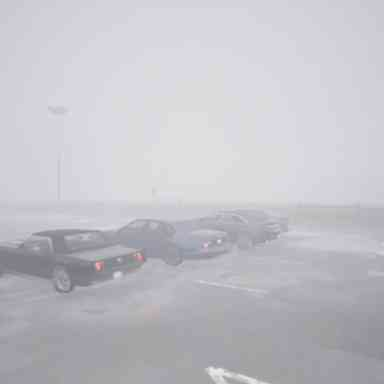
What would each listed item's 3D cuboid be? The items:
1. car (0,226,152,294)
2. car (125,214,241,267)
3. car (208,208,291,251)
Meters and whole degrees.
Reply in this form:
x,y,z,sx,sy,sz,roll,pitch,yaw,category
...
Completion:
x,y,z,sx,sy,sz,roll,pitch,yaw,category
-3.578,1.655,8.921,4.718,1.301,1.895,-1,0,33,car
-1.257,1.589,11.589,5.357,1.411,2.033,-1,0,33,car
1.304,1.518,14.102,4.902,1.511,2.128,-1,0,33,car
